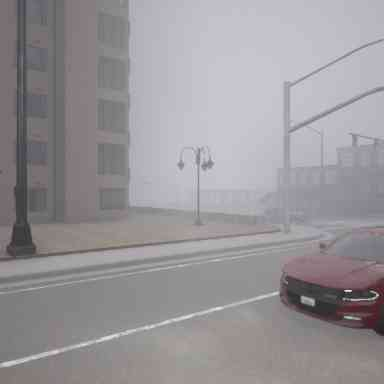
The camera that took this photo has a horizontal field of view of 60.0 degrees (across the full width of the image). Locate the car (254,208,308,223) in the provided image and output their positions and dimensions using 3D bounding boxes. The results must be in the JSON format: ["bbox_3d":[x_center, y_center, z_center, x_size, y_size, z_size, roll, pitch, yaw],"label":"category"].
[{"bbox_3d":[7.934,2.095,29.818,1.895,1.301,4.718,0,-4,-36],"label":"car"}]

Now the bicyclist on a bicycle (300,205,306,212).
[{"bbox_3d":[13.549,2.463,40.681,1.656,1.620,0.582,0,-8,-35],"label":"bicyclist on a bicycle"}]

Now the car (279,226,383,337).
[{"bbox_3d":[3.900,1.477,6.782,5.008,1.535,1.882,0,0,-35],"label":"car"}]
